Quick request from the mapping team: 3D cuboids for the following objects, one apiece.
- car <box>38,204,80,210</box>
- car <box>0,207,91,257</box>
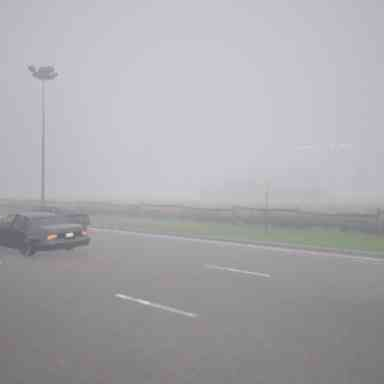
[{"bbox_3d":[-7.564,1.424,17.986,4.892,1.490,1.837,0,0,36],"label":"car"},{"bbox_3d":[-6.180,1.487,12.699,5.357,1.411,2.033,0,0,35],"label":"car"}]
